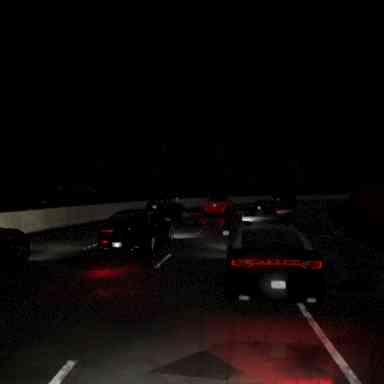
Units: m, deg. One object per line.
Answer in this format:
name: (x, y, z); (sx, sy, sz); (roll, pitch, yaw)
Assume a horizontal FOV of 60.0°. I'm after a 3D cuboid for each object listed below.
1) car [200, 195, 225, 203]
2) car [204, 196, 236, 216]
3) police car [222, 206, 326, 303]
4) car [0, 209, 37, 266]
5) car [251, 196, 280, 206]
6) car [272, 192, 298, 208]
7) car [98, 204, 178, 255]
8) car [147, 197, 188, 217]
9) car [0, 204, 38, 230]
car: (3.824, 1.223, 62.025); (2.033, 1.411, 5.357); (0, 0, 37)
car: (2.674, 1.191, 30.672); (2.097, 1.767, 4.553); (0, 0, 20)
police car: (1.790, 1.381, 8.306); (1.930, 1.638, 5.238); (0, 0, 7)
car: (-6.199, 1.307, 8.488); (2.097, 1.767, 4.553); (0, 0, 5)
car: (6.904, 1.396, 32.025); (1.994, 1.385, 4.181); (0, 0, 23)
car: (11.650, 1.002, 41.905); (2.150, 2.045, 5.566); (0, 0, 31)
car: (-2.053, 1.435, 13.145); (1.837, 1.490, 4.892); (0, 0, 9)
car: (-2.210, 1.209, 27.260); (2.097, 1.767, 4.553); (0, 0, 17)
car: (-11.654, 1.496, 19.929); (1.895, 1.301, 4.718); (0, 0, 12)
